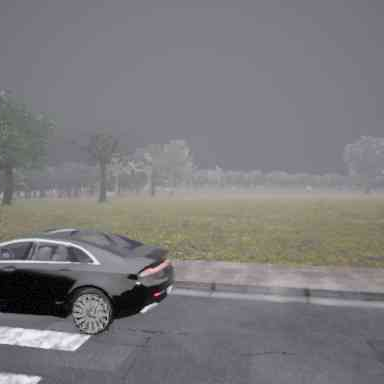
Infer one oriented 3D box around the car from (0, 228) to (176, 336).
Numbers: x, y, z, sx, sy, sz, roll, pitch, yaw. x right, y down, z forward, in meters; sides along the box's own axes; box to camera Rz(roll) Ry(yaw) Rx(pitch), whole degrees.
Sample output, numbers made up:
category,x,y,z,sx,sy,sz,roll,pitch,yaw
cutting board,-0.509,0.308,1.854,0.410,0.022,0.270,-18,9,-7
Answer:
category,x,y,z,sx,sy,sz,roll,pitch,yaw
car,-2.754,1.459,6.267,4.902,1.511,2.128,0,1,11
